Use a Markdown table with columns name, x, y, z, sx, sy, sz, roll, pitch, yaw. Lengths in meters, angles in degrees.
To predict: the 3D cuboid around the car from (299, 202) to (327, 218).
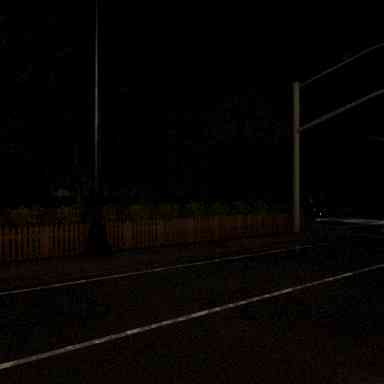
| name | x | y | z | sx | sy | sz | roll | pitch | yaw |
| --- | --- | --- | --- | --- | --- | --- | --- | --- | --- |
| car | 9.856 | 1.601 | 30.557 | 1.895 | 1.301 | 4.718 | 0 | 0 | -35 |
